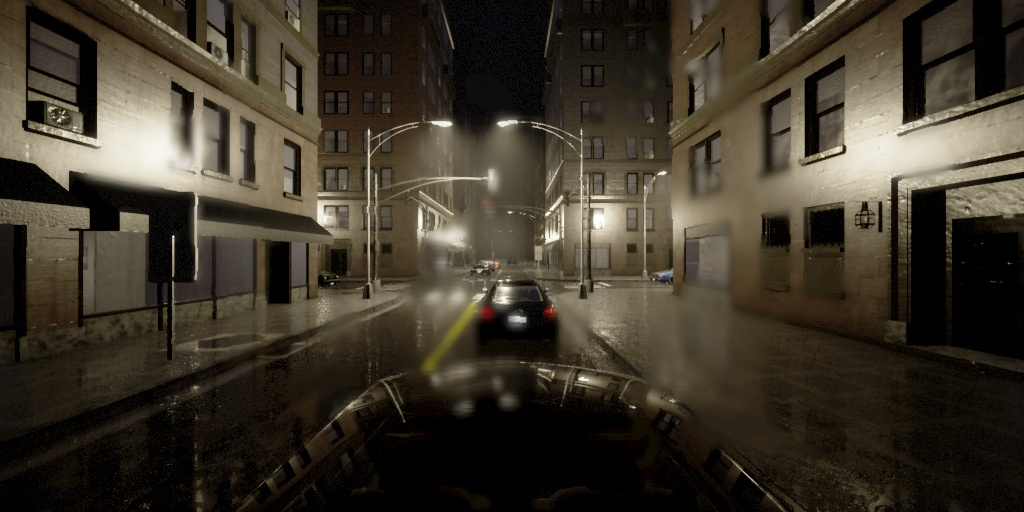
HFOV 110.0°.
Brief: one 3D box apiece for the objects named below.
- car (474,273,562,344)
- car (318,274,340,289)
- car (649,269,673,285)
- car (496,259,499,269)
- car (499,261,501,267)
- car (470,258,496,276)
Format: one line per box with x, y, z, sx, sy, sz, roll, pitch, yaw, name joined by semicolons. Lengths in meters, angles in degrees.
0.115;1.314;9.555;1.994;1.385;4.181;0;0;-1;car
-13.200;1.385;21.932;4.718;1.301;1.895;0;0;0;car
12.616;1.261;25.215;5.357;1.411;2.033;0;0;0;car
-3.098;1.294;46.125;2.033;1.411;5.357;0;0;0;car
-3.085;1.093;55.907;2.097;1.767;4.553;0;0;-1;car
-3.094;1.240;36.383;2.128;1.511;4.902;0;0;0;car
